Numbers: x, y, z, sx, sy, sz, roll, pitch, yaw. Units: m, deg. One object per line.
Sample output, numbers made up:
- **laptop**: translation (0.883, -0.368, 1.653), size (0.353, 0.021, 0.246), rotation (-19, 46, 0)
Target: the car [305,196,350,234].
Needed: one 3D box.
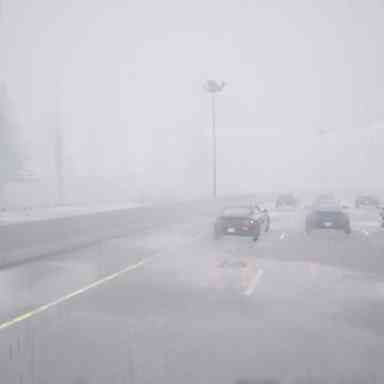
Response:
- **car**: translation (6.609, 1.134, 16.359), size (1.812, 1.442, 4.674), rotation (-1, 1, 20)

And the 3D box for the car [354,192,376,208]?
- **car**: translation (16.815, 0.697, 31.900), size (1.812, 1.442, 4.674), rotation (-1, 1, 28)

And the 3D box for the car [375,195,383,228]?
- **car**: translation (9.808, 1.087, 14.937), size (1.837, 1.490, 4.892), rotation (-1, 1, 20)

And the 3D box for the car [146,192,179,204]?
- **car**: translation (-3.763, 0.910, 45.767), size (1.895, 1.301, 4.718), rotation (0, 1, 30)

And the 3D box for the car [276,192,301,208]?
- **car**: translation (9.717, 0.767, 33.406), size (1.837, 1.490, 4.892), rotation (-1, 1, 26)

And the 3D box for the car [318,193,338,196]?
- **car**: translation (13.322, 0.778, 32.749), size (1.994, 1.385, 4.181), rotation (-1, 1, 27)

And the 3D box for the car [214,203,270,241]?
- **car**: translation (2.310, 1.230, 14.844), size (1.812, 1.442, 4.674), rotation (-1, 1, 20)

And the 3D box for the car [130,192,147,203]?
- **car**: translation (-6.843, 0.784, 47.430), size (2.128, 1.511, 4.902), rotation (0, 1, 30)
